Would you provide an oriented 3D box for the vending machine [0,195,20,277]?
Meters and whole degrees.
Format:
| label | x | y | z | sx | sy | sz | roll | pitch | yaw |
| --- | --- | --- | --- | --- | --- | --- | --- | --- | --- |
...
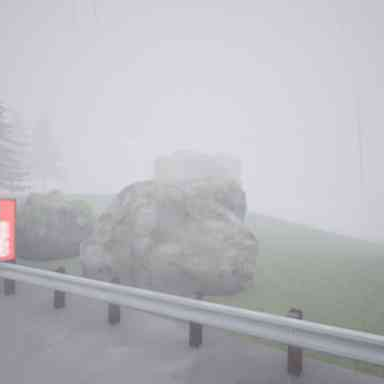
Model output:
| label | x | y | z | sx | sy | sz | roll | pitch | yaw |
| --- | --- | --- | --- | --- | --- | --- | --- | --- | --- |
| vending machine | -5.364 | 1.151 | 8.835 | 0.880 | 2.100 | 1.100 | 0 | 0 | 31 |
